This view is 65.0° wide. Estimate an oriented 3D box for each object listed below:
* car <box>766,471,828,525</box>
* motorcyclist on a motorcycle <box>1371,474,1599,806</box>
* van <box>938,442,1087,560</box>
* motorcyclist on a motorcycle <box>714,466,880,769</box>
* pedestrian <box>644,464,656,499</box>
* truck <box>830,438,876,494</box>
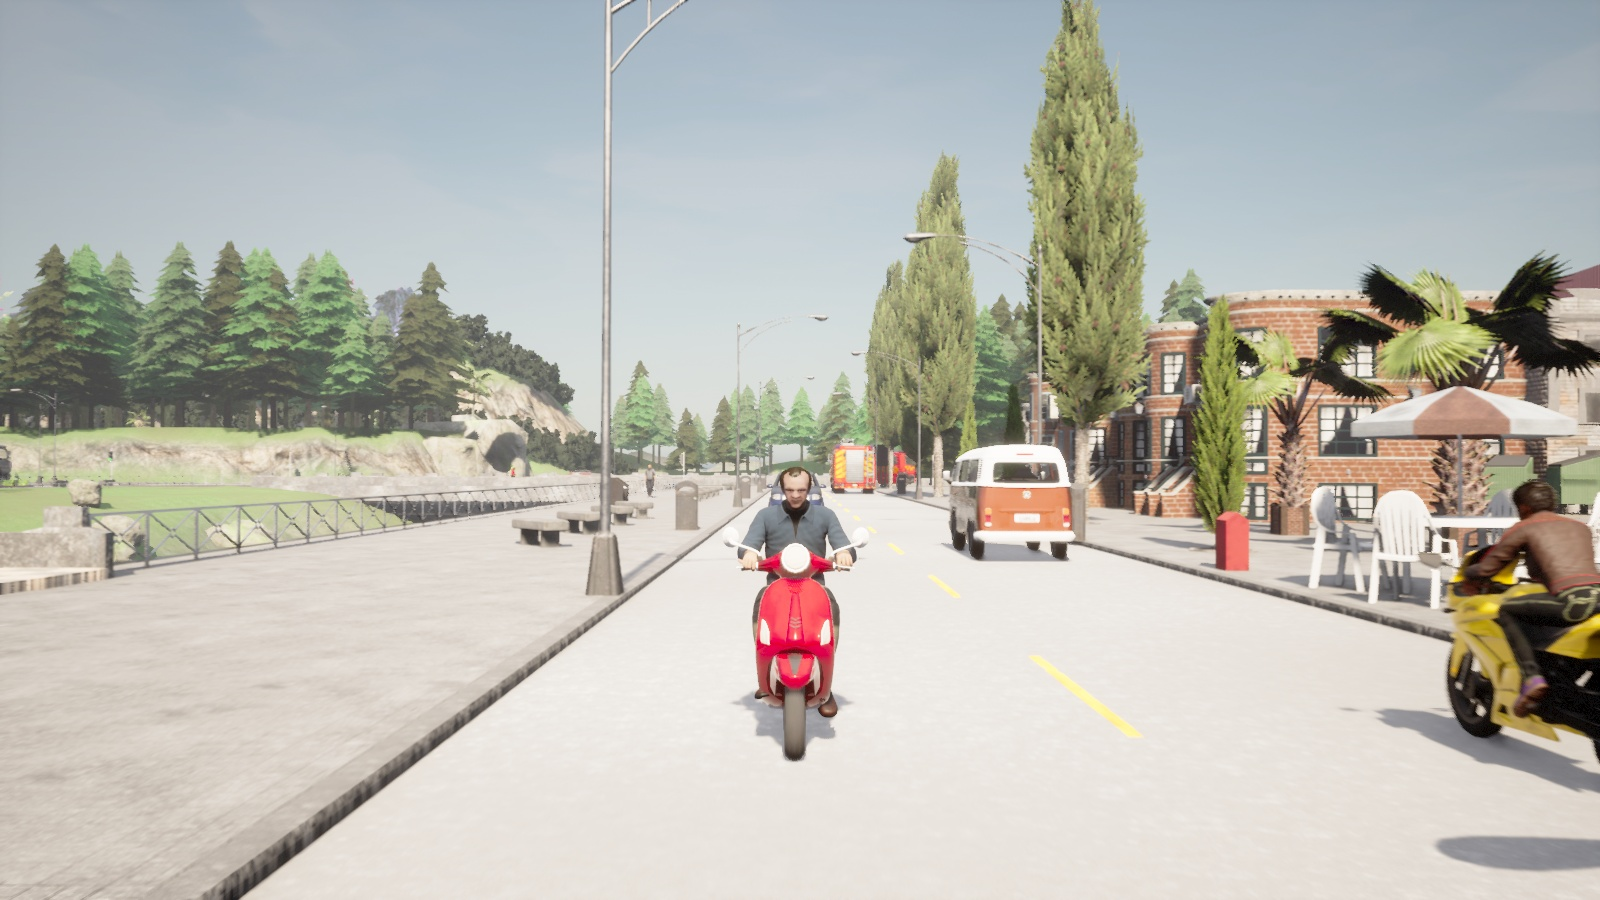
[{"bbox_3d":[-0.099,1.434,38.274,1.789,1.549,3.705,0,-1,0],"label":"car"},{"bbox_3d":[3.981,0.895,6.830,0.797,1.523,2.044,0,-1,0],"label":"motorcyclist on a motorcycle"},{"bbox_3d":[3.935,0.925,24.048,2.069,2.038,4.480,0,-1,0],"label":"van"},{"bbox_3d":[-0.020,0.894,7.513,0.866,1.590,1.817,0,-1,0],"label":"motorcyclist on a motorcycle"},{"bbox_3d":[-8.021,1.682,67.219,0.540,1.848,0.694,0,-1,1],"label":"pedestrian"},{"bbox_3d":[3.759,1.156,90.850,2.891,3.827,8.468,0,-1,0],"label":"truck"}]
